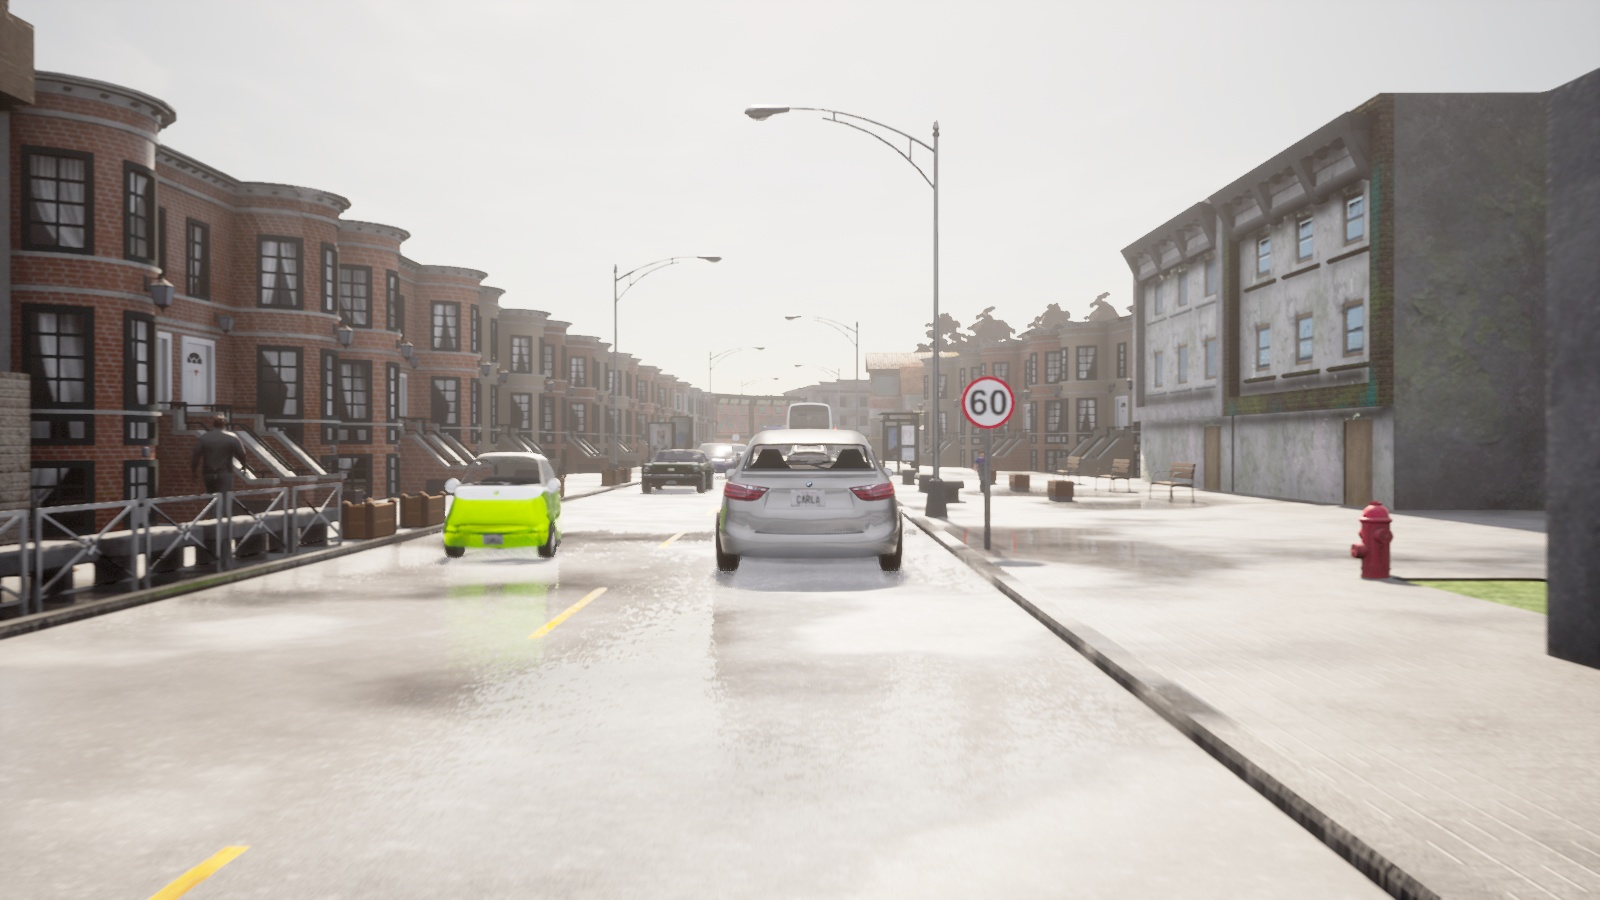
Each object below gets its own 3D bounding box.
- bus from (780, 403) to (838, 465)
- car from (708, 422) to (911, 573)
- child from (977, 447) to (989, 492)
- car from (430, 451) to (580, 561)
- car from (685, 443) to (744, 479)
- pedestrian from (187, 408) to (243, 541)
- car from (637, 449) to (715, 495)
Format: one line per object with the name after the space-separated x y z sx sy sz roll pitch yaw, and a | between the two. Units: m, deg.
0.677 -1.145 91.426 3.944 4.253 10.273 0 0 1 | bus
0.115 0.501 16.186 2.242 1.667 4.611 0 1 0 | car
5.120 0.542 35.131 0.270 1.263 0.437 0 0 -3 | child
-3.881 0.703 16.807 1.481 1.376 2.207 0 0 0 | car
-3.618 0.440 53.912 2.163 1.488 4.792 0 0 0 | car
-8.520 0.346 18.311 0.563 1.883 0.849 0 0 -13 | pedestrian
-3.738 0.626 38.626 1.895 1.301 4.718 0 0 0 | car
